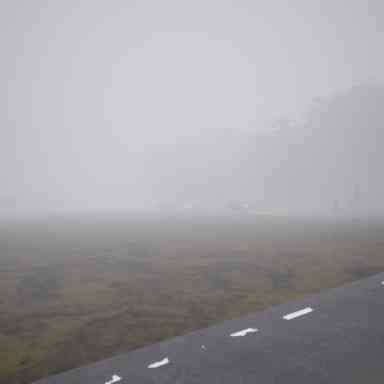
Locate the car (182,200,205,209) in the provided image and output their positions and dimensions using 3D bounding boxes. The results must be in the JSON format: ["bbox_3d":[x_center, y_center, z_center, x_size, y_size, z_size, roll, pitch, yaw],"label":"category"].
[{"bbox_3d":[0.184,2.226,57.736,1.882,1.535,5.008,-2,-1,-35],"label":"car"}]

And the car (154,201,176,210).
[{"bbox_3d":[-4.714,2.412,59.800,1.882,1.535,5.008,-1,-1,-35],"label":"car"}]

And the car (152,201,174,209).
[{"bbox_3d":[-5.879,2.511,66.193,2.128,1.511,4.902,-1,-1,-35],"label":"car"}]

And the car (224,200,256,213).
[{"bbox_3d":[6.340,1.796,44.060,2.097,1.767,4.553,-1,-1,-35],"label":"car"}]

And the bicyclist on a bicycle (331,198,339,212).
[{"bbox_3d":[16.944,1.554,39.434,1.656,1.620,0.582,-1,-1,-35],"label":"bicyclist on a bicycle"}]
